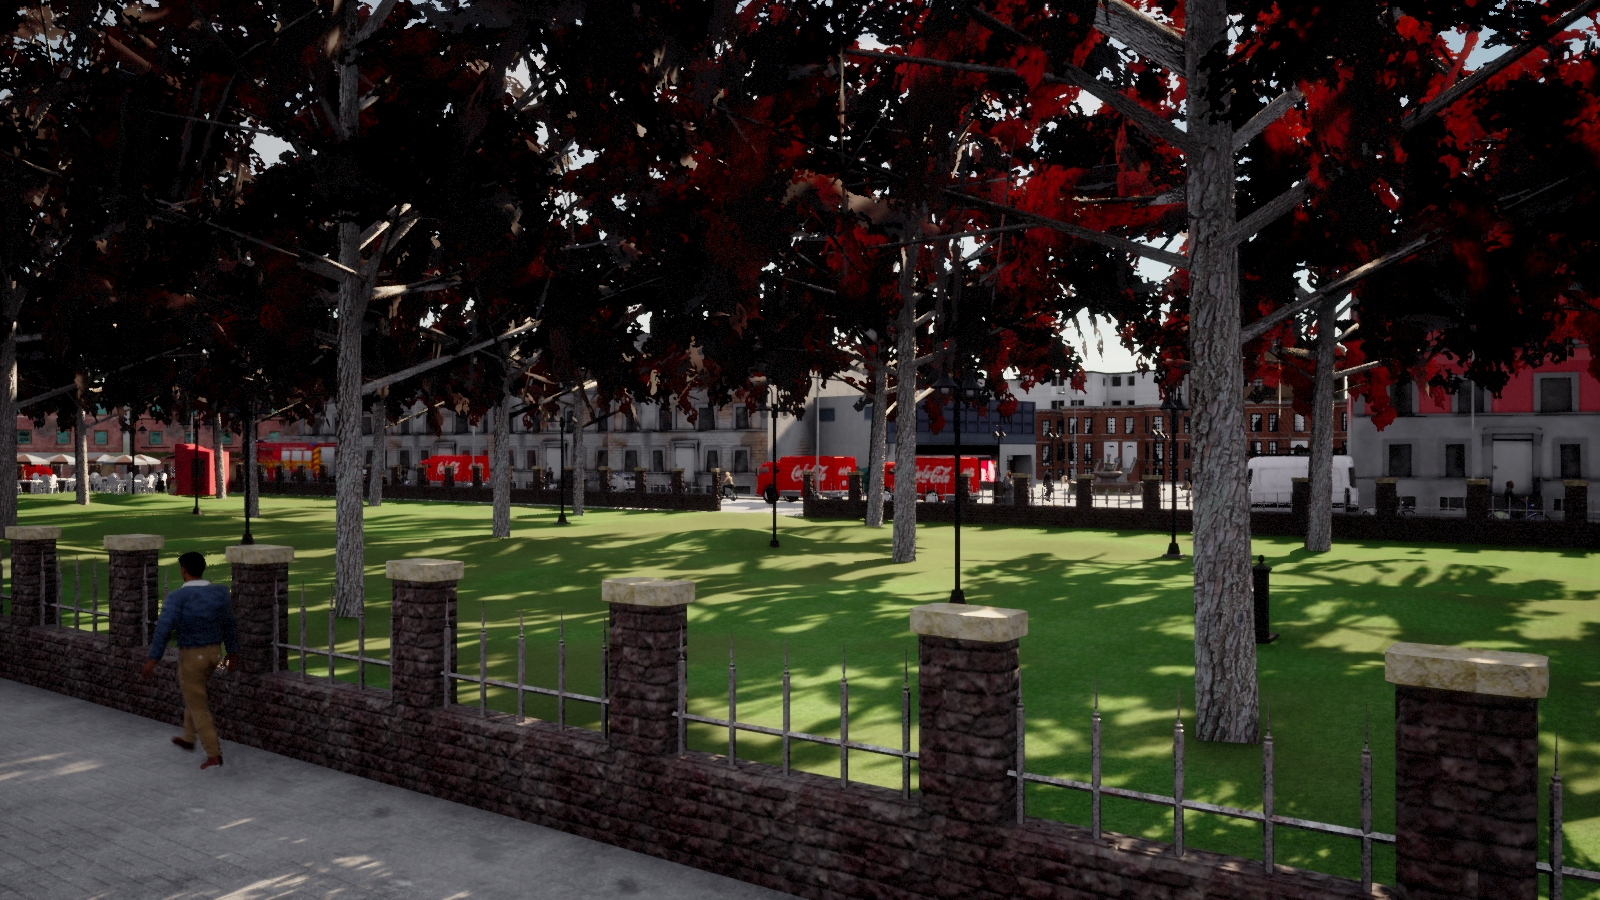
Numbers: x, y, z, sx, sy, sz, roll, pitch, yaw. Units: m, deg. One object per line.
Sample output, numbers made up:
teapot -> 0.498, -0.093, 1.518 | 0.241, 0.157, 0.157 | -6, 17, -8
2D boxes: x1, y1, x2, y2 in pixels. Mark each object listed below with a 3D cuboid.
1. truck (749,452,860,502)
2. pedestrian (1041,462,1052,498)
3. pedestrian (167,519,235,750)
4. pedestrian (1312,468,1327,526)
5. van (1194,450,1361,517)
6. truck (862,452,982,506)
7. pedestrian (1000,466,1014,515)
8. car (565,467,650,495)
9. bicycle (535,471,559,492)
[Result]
truck -> 0.205, 1.348, 59.637 | 5.204, 2.467, 2.627 | 0, 0, 35
pedestrian -> 12.576, 1.526, 58.290 | 0.375, 1.860, 0.375 | 0, 0, -45
pedestrian -> -5.037, 1.526, 9.605 | 0.375, 1.860, 0.375 | 0, 0, 34
pedestrian -> 16.881, 1.524, 37.144 | 0.375, 1.860, 0.375 | 0, 0, 35
van -> 19.262, 1.311, 46.256 | 5.915, 2.561, 1.988 | -1, 0, 35
truck -> 5.913, 1.348, 55.621 | 5.204, 2.467, 2.627 | 0, 0, 35
pedestrian -> 7.876, 1.525, 43.488 | 0.375, 1.860, 0.375 | 0, 0, 35
car -> -11.432, 1.827, 67.802 | 4.902, 1.511, 2.128 | 0, 0, 35
bicycle -> -15.681, 1.940, 70.806 | 1.835, 1.271, 0.329 | 0, 0, 35
